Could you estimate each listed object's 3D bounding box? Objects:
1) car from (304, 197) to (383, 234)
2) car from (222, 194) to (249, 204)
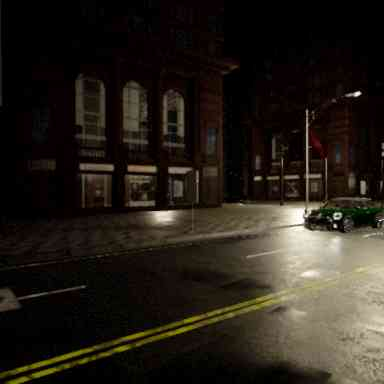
[{"bbox_3d":[7.879,1.095,17.280,4.553,1.767,2.097,-1,1,-35],"label":"car"},{"bbox_3d":[6.658,1.156,51.049,1.837,1.490,4.892,0,0,-35],"label":"car"}]
